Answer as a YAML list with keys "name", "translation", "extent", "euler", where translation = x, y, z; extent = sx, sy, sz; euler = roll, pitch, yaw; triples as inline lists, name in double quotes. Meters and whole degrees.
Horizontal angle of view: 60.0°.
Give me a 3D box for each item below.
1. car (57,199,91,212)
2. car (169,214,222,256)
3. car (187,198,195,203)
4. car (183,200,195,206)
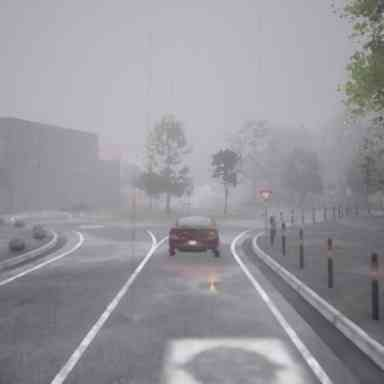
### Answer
- name: "car"
  translation: [-14.559, 1.686, 41.261]
  extent: [1.837, 1.490, 4.892]
  euler: [0, -1, 21]
- name: "car"
  translation: [0.237, 1.639, 13.989]
  extent: [1.882, 1.535, 5.008]
  euler: [0, -1, 5]
- name: "car"
  translation: [-0.208, 2.183, 85.604]
  extent: [2.033, 1.411, 5.357]
  euler: [0, -1, 1]
- name: "car"
  translation: [-0.691, 2.117, 66.158]
  extent: [1.895, 1.301, 4.718]
  euler: [0, -1, 1]
